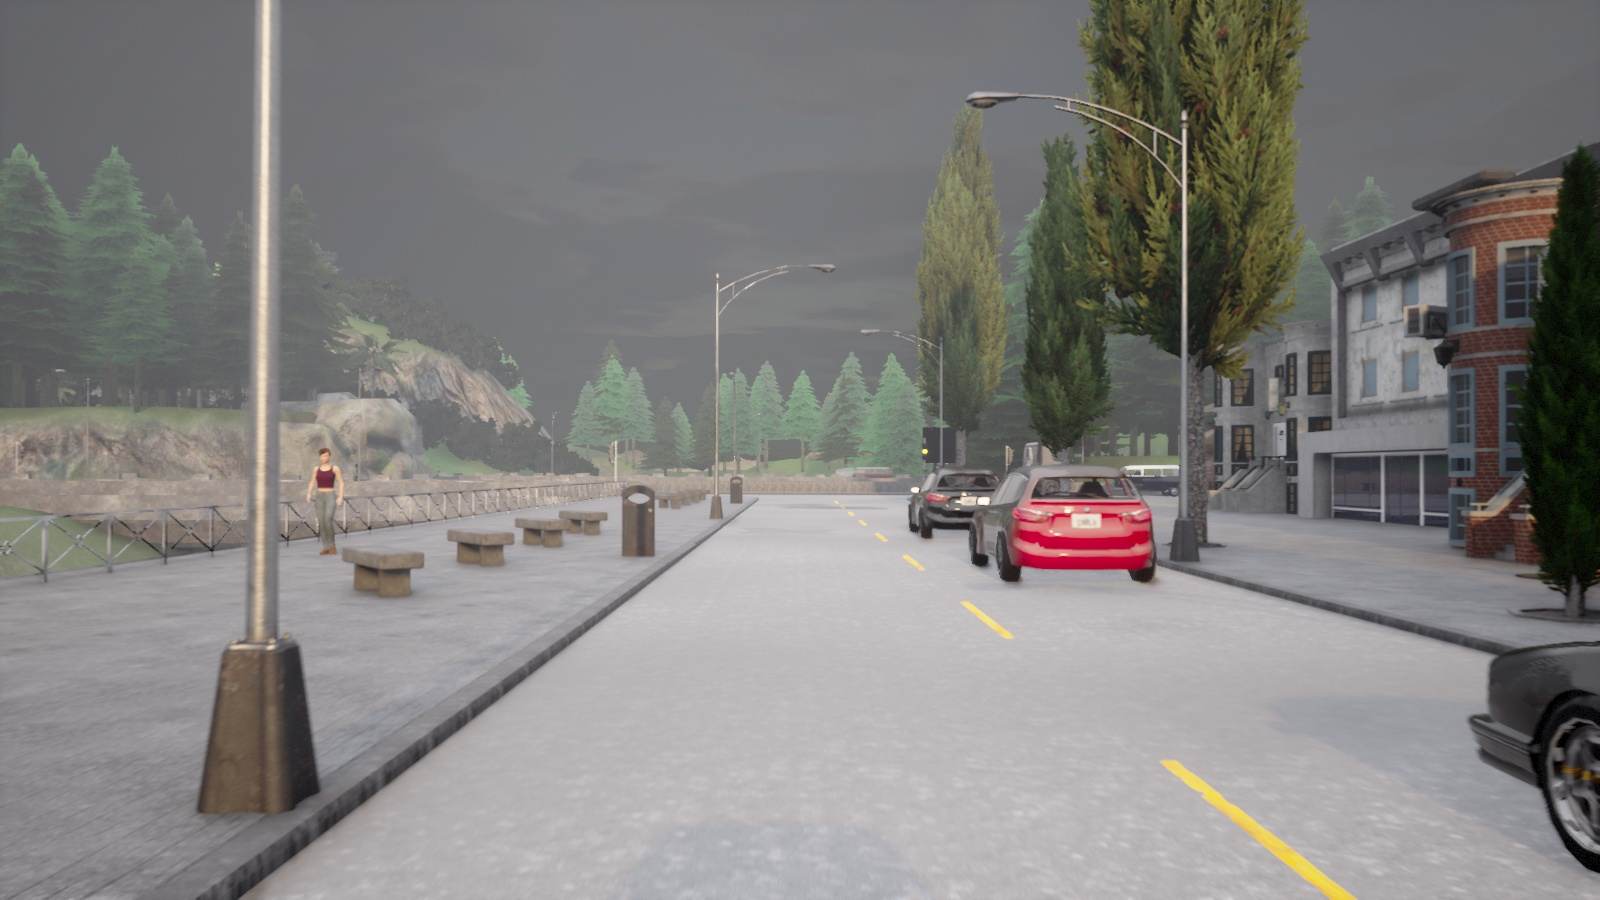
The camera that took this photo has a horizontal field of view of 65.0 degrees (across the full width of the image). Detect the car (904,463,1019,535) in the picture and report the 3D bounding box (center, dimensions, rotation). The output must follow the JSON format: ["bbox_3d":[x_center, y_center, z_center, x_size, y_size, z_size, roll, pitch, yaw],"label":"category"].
[{"bbox_3d":[3.917,1.166,31.213,2.242,1.667,4.611,0,-1,0],"label":"car"}]

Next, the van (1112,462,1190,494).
[{"bbox_3d":[22.642,1.806,81.129,4.480,2.038,2.069,0,-1,0],"label":"van"}]

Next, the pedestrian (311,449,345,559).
[{"bbox_3d":[-8.040,0.915,21.391,0.345,1.836,0.594,0,-1,0],"label":"pedestrian"}]

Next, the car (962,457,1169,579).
[{"bbox_3d":[3.947,0.971,19.588,2.242,1.667,4.611,0,-1,0],"label":"car"}]

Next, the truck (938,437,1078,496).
[{"bbox_3d":[12.680,1.037,76.575,7.936,3.462,2.891,1,-2,-16],"label":"truck"}]

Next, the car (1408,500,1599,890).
[{"bbox_3d":[3.990,0.904,3.438,2.033,1.411,5.357,0,-1,0],"label":"car"}]
